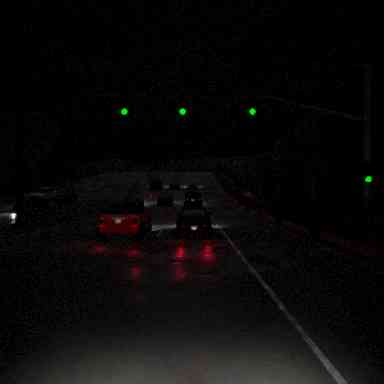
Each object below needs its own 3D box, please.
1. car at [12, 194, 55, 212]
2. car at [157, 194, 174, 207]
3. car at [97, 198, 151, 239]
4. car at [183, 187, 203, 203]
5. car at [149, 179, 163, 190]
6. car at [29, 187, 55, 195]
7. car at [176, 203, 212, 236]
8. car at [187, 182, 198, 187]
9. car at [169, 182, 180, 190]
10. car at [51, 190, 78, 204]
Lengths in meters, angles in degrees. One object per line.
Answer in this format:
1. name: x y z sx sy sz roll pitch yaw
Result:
1. car: -17.556 1.376 36.603 2.033 1.411 5.357 0 2 0
2. car: -3.375 0.976 42.870 1.882 1.535 5.008 0 4 0
3. car: -3.402 1.366 17.482 2.097 1.767 4.553 0 0 0
4. car: 0.113 0.870 40.436 2.150 2.045 5.566 0 3 0
5. car: -6.867 -1.490 63.793 2.150 2.045 5.566 0 7 0
6. car: -21.005 0.431 46.850 2.150 2.045 5.566 0 4 1
7. car: 0.098 1.541 18.321 1.812 1.442 4.674 0 0 0
8. car: 0.135 -1.284 64.171 1.882 1.535 5.008 0 7 0
9. car: -3.367 -1.232 63.777 1.882 1.535 5.008 0 7 0
10. car: -17.511 0.722 46.677 1.837 1.490 4.892 0 5 1
